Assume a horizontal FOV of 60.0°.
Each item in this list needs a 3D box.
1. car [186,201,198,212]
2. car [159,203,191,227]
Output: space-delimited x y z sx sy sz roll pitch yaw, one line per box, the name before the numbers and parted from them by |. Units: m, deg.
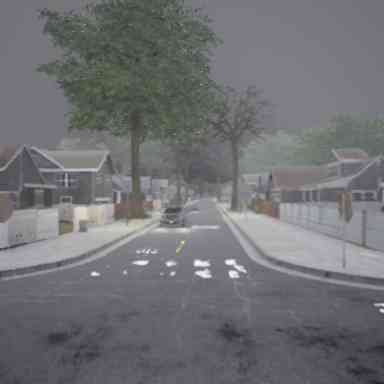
car | -0.170 2.104 48.989 1.812 1.442 4.674 0 -1 3
car | -1.342 1.875 25.858 1.837 1.490 4.892 0 0 3
